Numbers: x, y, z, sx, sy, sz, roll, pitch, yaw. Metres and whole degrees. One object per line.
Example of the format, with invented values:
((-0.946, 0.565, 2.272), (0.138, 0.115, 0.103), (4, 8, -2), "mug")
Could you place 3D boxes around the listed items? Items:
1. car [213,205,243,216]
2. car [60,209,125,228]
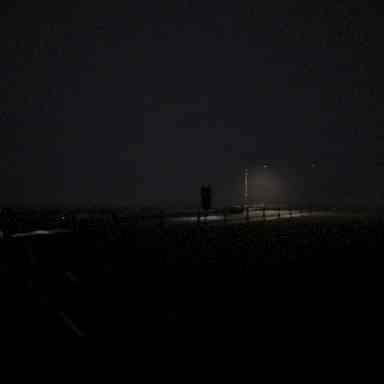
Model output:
((4.532, 2.334, 41.750), (1.895, 1.301, 4.718), (0, -1, 36), "car")
((-7.376, 1.936, 25.069), (1.895, 1.301, 4.718), (0, -1, 35), "car")
